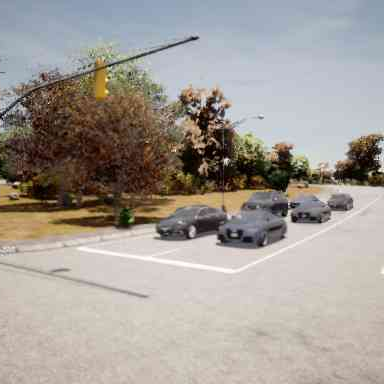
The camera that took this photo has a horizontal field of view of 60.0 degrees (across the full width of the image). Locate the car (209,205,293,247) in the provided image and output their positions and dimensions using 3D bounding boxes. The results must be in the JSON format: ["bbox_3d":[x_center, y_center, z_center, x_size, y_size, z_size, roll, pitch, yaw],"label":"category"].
[{"bbox_3d":[2.814,1.533,15.100,1.994,1.385,4.181,0,1,34],"label":"car"}]

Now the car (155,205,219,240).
[{"bbox_3d":[0.089,1.467,17.321,1.837,1.490,4.892,0,1,34],"label":"car"}]

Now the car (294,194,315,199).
[{"bbox_3d":[11.635,0.914,34.417,2.033,1.411,5.357,0,3,34],"label":"car"}]

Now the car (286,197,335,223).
[{"bbox_3d":[8.412,1.336,23.401,1.994,1.385,4.181,0,2,34],"label":"car"}]

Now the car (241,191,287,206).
[{"bbox_3d":[5.670,0.984,25.600,2.150,2.045,5.566,0,2,34],"label":"car"}]

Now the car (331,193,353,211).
[{"bbox_3d":[14.234,0.897,32.013,1.837,1.490,4.892,0,3,34],"label":"car"}]
